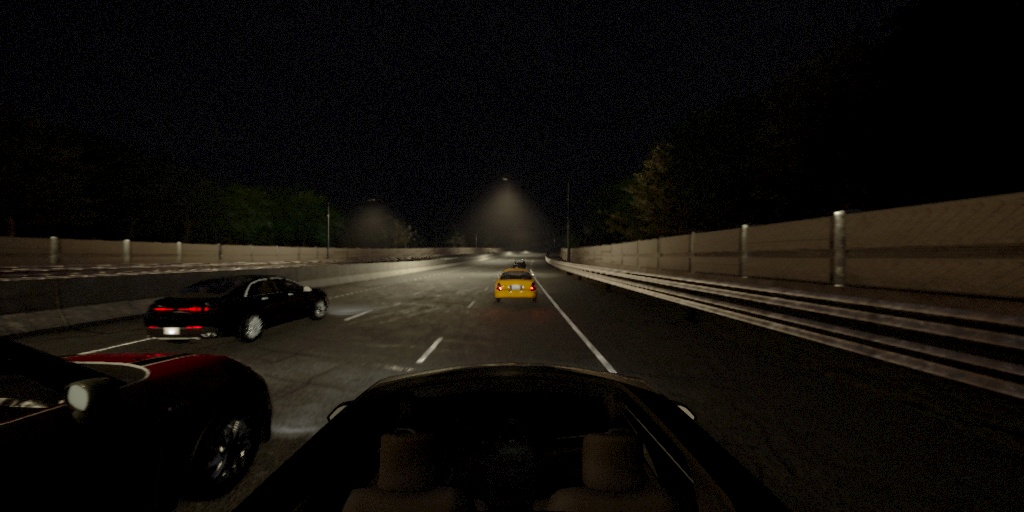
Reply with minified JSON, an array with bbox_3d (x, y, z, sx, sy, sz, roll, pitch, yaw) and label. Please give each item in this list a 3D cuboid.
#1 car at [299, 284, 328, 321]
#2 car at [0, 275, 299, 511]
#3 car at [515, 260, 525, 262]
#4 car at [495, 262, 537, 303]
[{"bbox_3d":[-6.885,1.261,9.689,1.837,1.490,4.892,0,0,0],"label":"car"},{"bbox_3d":[-3.395,1.096,1.632,2.097,1.767,4.553,0,0,0],"label":"car"},{"bbox_3d":[1.126,1.283,51.946,2.128,1.511,4.902,0,0,2],"label":"car"},{"bbox_3d":[0.190,1.242,17.007,1.801,1.575,5.366,0,0,1],"label":"car"}]
